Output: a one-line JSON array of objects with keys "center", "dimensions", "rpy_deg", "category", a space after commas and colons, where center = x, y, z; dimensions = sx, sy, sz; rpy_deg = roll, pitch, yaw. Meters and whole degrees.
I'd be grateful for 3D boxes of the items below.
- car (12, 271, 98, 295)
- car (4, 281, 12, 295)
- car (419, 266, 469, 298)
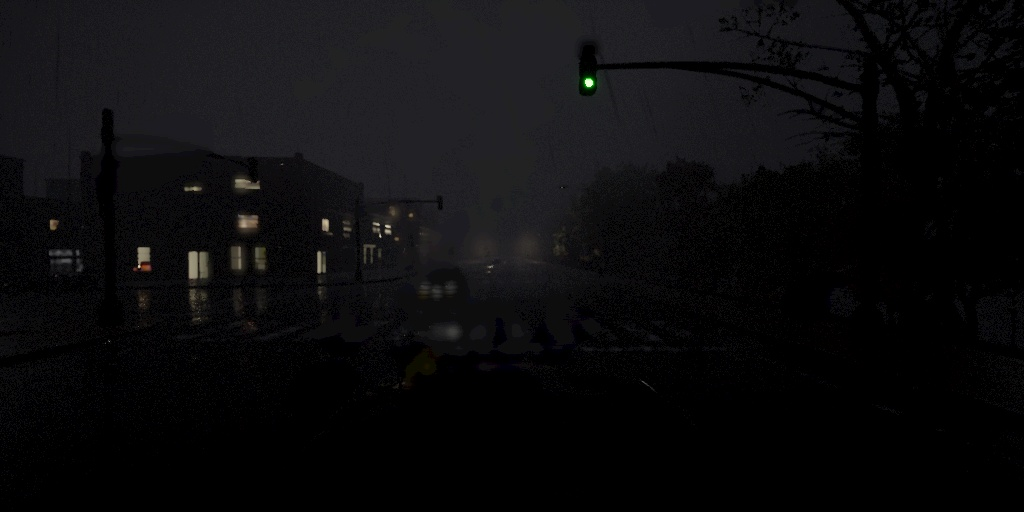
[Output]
[{"center": [-28.333, 1.611, 22.126], "dimensions": [4.403, 1.370, 2.007], "rpy_deg": [0, 0, -1], "category": "car"}, {"center": [-22.622, 1.651, 13.607], "dimensions": [4.313, 1.339, 1.948], "rpy_deg": [0, 0, -1], "category": "car"}, {"center": [-3.252, 1.288, 17.919], "dimensions": [1.837, 1.490, 4.892], "rpy_deg": [0, 0, 0], "category": "car"}]
